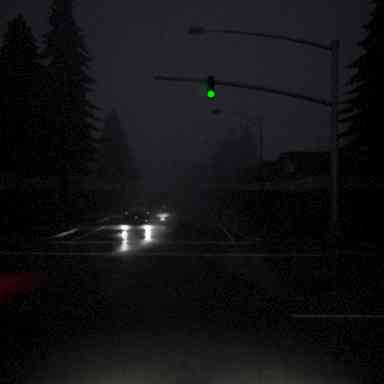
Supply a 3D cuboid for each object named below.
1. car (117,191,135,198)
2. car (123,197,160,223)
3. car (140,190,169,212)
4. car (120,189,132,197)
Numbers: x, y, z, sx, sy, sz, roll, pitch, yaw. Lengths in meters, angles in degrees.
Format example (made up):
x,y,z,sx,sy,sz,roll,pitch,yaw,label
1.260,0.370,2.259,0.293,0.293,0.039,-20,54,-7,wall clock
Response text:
x,y,z,sx,sy,sz,roll,pitch,yaw,label
-16.049,0.591,81.007,3.806,1.475,1.970,0,1,0,car
-3.541,1.307,23.335,1.812,1.442,4.674,0,1,0,car
-3.536,0.900,33.910,2.150,2.045,5.566,0,1,-1,car
-16.646,0.340,77.678,3.866,1.878,1.905,0,1,0,car
